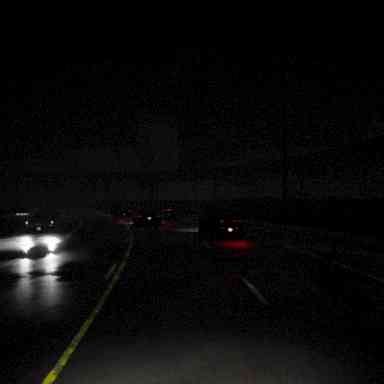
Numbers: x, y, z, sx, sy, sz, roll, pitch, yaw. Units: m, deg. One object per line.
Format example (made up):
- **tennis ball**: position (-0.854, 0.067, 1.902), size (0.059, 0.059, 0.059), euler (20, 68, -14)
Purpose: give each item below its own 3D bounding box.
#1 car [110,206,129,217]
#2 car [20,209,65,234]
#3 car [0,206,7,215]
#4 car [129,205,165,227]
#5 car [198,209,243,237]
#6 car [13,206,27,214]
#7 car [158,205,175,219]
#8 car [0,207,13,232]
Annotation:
- **car**: position (-9.237, 2.498, 42.688), size (1.895, 1.301, 4.718), euler (0, -1, -25)
- **car**: position (-9.868, 2.001, 22.517), size (1.895, 1.301, 4.718), euler (0, -2, -14)
- **car**: position (-33.189, 3.135, 56.005), size (4.181, 1.385, 1.994), euler (-2, -2, 38)
- **car**: position (-3.796, 2.054, 27.559), size (1.994, 1.385, 4.181), euler (0, -1, -15)
- **car**: position (1.585, 1.773, 19.755), size (1.837, 1.490, 4.892), euler (0, -1, -10)
- **car**: position (-30.463, 3.104, 58.361), size (4.181, 1.385, 1.994), euler (-2, -1, 39)
- **car**: position (-3.328, 2.220, 37.635), size (2.128, 1.511, 4.902), euler (0, -1, -20)
- **car**: position (-13.034, 1.873, 20.592), size (1.837, 1.490, 4.892), euler (0, -2, -13)
